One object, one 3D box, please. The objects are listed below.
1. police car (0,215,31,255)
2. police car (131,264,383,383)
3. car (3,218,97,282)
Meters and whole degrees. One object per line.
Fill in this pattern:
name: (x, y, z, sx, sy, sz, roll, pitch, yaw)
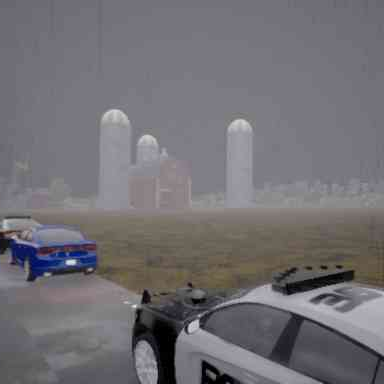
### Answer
police car: (-8.497, 1.957, 16.126, 1.930, 1.638, 5.238, 2, -3, -37)
police car: (1.084, 1.578, 3.316, 1.930, 1.638, 5.238, 2, -3, -37)
car: (-4.839, 1.862, 11.232, 1.882, 1.535, 5.008, 2, -3, -37)
